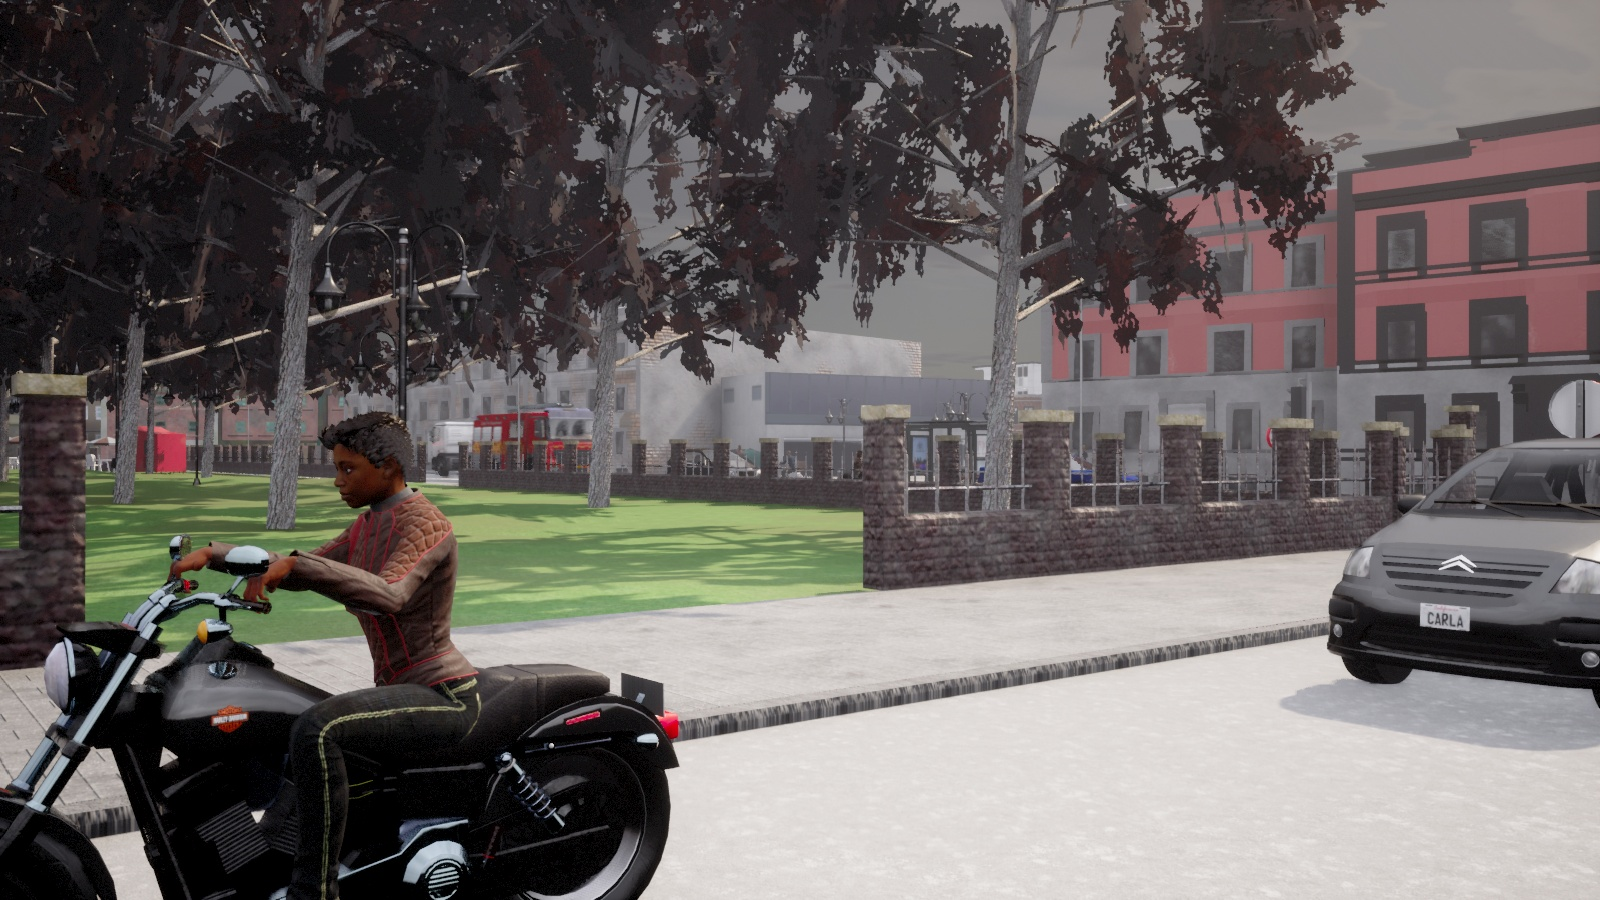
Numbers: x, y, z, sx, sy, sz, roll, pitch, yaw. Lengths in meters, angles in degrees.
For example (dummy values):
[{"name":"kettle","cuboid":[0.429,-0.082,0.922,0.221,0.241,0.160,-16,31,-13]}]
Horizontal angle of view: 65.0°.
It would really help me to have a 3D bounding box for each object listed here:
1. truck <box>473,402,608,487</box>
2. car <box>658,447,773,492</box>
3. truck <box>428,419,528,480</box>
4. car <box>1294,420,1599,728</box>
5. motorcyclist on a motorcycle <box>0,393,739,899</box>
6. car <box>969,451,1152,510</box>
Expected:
[{"name":"truck","cuboid":[-12.661,-0.245,60.594,2.891,3.827,8.468,0,0,-38]},{"name":"car","cuboid":[-3.341,0.715,48.678,2.242,1.667,4.611,0,0,-38]},{"name":"truck","cuboid":[-19.508,-0.010,75.823,2.891,3.462,7.936,0,0,-38]},{"name":"car","cuboid":[5.248,0.653,8.460,3.988,1.617,1.851,0,0,-39]},{"name":"motorcyclist on a motorcycle","cuboid":[-1.337,0.706,3.323,2.350,1.649,0.766,0,0,-40]},{"name":"car","cuboid":[7.198,0.794,35.220,1.882,1.535,5.008,0,0,-37]}]
